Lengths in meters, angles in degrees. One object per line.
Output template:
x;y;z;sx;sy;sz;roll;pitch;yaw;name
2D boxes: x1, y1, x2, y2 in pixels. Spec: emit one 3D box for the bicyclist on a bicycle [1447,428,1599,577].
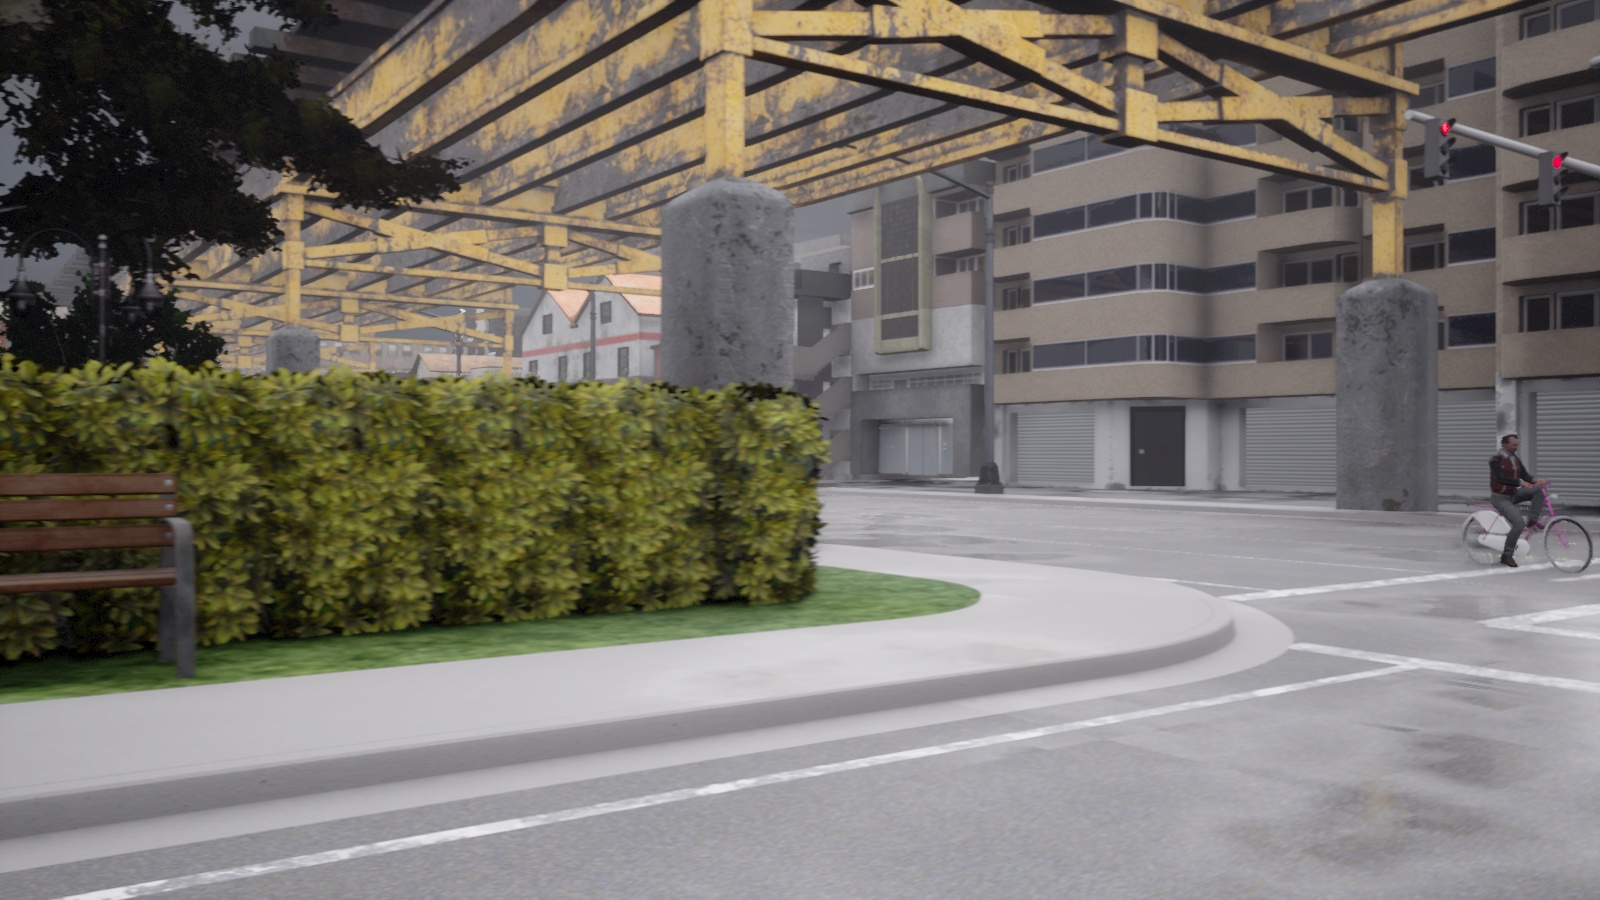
9.322;0.635;16.028;0.659;1.776;1.843;-2;1;-22;bicyclist on a bicycle
